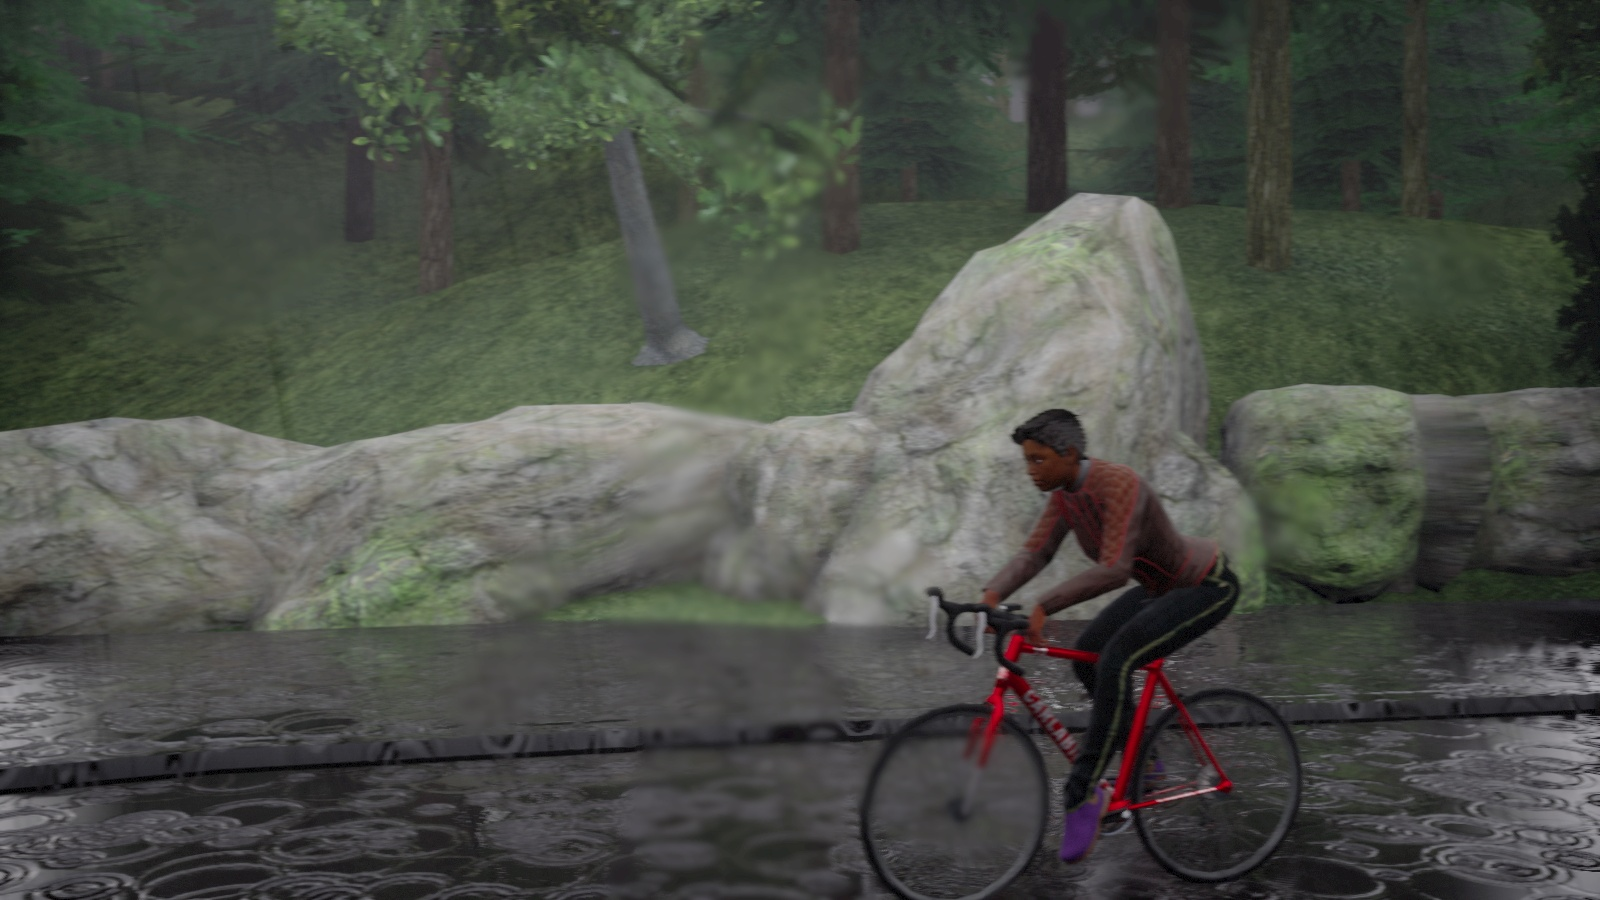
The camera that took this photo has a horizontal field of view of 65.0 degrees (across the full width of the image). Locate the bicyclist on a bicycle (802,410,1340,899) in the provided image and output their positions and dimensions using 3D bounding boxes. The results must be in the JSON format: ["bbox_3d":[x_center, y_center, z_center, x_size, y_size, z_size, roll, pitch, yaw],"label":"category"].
[{"bbox_3d":[0.883,0.686,4.147,1.656,1.620,0.582,0,1,-17],"label":"bicyclist on a bicycle"}]
